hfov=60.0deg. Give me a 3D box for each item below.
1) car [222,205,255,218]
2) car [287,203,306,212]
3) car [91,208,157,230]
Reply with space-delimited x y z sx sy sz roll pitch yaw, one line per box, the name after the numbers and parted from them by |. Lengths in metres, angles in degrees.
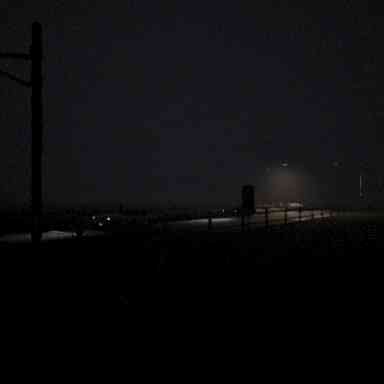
5.198 2.127 36.860 1.895 1.301 4.718 0 -1 36 | car
16.286 2.482 52.063 2.033 1.411 5.357 0 -1 36 | car
-4.630 1.820 23.226 1.895 1.301 4.718 0 -1 35 | car
